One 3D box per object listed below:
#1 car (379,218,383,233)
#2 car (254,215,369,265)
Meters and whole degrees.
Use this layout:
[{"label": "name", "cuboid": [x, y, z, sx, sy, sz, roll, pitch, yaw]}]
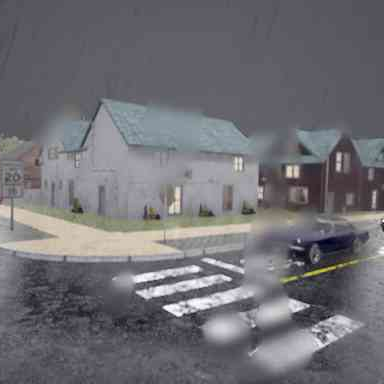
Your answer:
[{"label": "car", "cuboid": [12.068, 1.628, 18.080, 4.718, 1.301, 1.895, 1, 2, -39]}, {"label": "car", "cuboid": [4.306, 1.518, 11.664, 4.718, 1.301, 1.895, 1, 2, -40]}]
